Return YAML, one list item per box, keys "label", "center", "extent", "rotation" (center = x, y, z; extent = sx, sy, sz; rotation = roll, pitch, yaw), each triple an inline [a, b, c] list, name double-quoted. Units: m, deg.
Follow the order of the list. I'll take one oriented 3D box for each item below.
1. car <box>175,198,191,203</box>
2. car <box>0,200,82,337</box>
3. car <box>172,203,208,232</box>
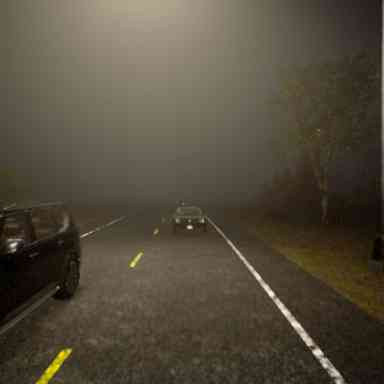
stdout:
- label: "car"
  center: [-1.129, 1.376, 40.985]
  extent: [1.994, 1.385, 4.181]
  rotation: [0, 0, -3]
- label: "car"
  center: [-3.545, 1.201, 5.377]
  extent: [2.150, 2.045, 5.566]
  rotation: [0, 0, 0]
- label: "car"
  center: [-0.170, 1.524, 19.412]
  extent: [1.895, 1.301, 4.718]
  rotation: [0, 0, -1]
